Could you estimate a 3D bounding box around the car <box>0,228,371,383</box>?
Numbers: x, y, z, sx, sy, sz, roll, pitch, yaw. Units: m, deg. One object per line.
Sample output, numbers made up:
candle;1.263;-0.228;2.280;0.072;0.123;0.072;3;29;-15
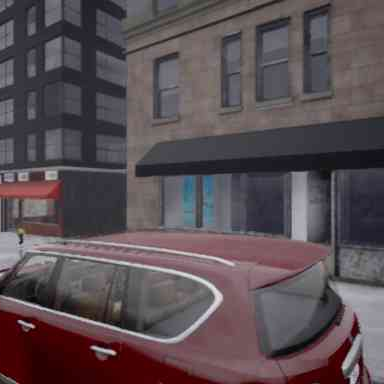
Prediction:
car;-0.835;1.349;3.665;5.009;1.841;2.192;-1;0;36
